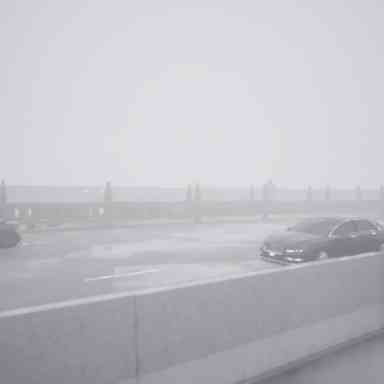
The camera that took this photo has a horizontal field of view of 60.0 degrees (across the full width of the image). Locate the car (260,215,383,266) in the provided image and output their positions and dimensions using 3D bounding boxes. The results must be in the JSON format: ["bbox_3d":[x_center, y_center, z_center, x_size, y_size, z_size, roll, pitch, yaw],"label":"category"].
[{"bbox_3d":[4.369,1.510,10.554,4.892,1.490,1.837,0,0,-29],"label":"car"}]

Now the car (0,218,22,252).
[{"bbox_3d":[-8.273,1.444,10.800,4.892,1.490,1.837,0,0,-35],"label":"car"}]
